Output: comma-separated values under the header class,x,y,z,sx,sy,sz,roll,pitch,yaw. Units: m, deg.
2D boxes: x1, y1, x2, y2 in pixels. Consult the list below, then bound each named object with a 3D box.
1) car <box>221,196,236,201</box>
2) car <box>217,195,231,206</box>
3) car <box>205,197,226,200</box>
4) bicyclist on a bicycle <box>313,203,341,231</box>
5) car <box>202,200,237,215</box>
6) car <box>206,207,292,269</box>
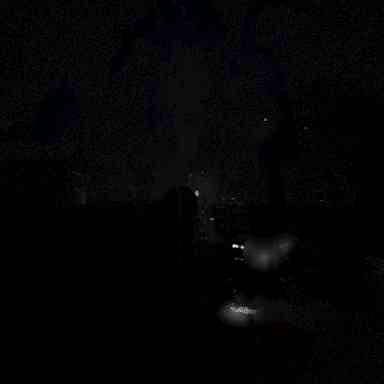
class,x,y,z,sx,sy,sz,roll,pitch,yaw
car,5.314,1.612,47.598,1.994,1.385,4.181,0,0,1
car,5.516,1.447,58.068,2.097,1.767,4.553,0,0,1
car,2.110,1.520,33.257,1.812,1.442,4.674,0,0,1
bicyclist on a bicycle,7.832,1.481,19.325,1.656,1.620,0.582,1,0,1
car,1.902,1.527,22.348,2.033,1.411,5.357,0,0,1
car,1.821,1.468,11.126,2.128,1.511,4.902,0,0,-2
